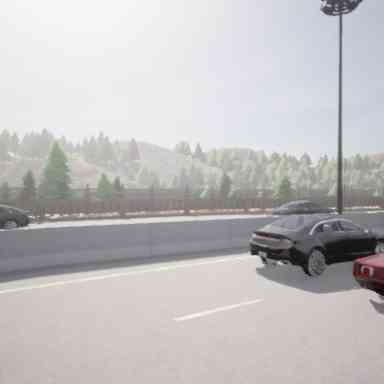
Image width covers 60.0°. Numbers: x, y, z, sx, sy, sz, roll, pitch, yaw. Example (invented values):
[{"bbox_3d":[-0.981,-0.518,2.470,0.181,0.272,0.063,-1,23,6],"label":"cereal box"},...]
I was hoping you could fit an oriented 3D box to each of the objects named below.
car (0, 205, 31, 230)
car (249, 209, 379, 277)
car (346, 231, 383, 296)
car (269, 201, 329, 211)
[{"bbox_3d":[-11.117,1.413,17.339,4.892,1.490,1.837,0,0,-34],"label":"car"},{"bbox_3d":[3.981,1.442,10.061,4.902,1.511,2.128,0,0,-30],"label":"car"},{"bbox_3d":[5.683,1.565,7.054,4.718,1.301,1.895,0,0,-30],"label":"car"},{"bbox_3d":[7.607,1.408,23.802,4.892,1.490,1.837,0,0,-23],"label":"car"}]
